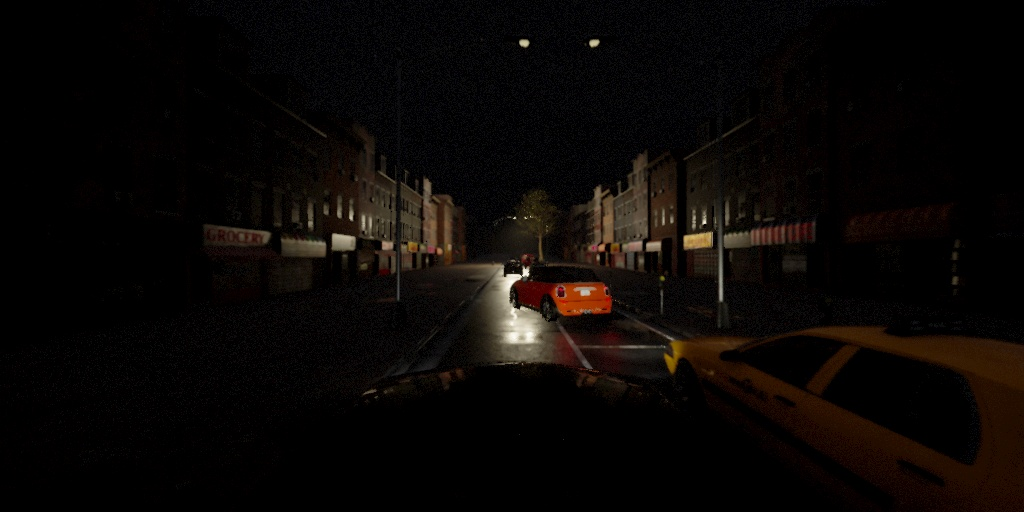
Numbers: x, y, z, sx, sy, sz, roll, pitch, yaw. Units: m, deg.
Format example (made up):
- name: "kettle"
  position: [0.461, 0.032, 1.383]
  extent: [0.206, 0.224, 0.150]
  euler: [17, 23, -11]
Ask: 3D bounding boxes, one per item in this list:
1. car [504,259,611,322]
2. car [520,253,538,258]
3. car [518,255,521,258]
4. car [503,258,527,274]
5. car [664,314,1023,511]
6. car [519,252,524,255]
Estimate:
- name: "car"
  position: [1.499, 1.127, 12.750]
  extent: [2.097, 1.767, 4.553]
  euler: [0, 0, -19]
- name: "car"
  position: [2.683, 0.877, 49.547]
  extent: [2.192, 1.841, 5.009]
  euler: [0, 0, 0]
- name: "car"
  position: [0.143, 1.021, 52.849]
  extent: [1.837, 1.490, 4.892]
  euler: [0, 1, 0]
- name: "car"
  position: [0.123, 1.199, 35.083]
  extent: [2.128, 1.511, 4.902]
  euler: [0, 0, 0]
- name: "car"
  position: [3.025, 1.212, 2.881]
  extent: [1.801, 1.575, 5.366]
  euler: [0, 0, 0]
- name: "car"
  position: [2.694, 0.709, 60.669]
  extent: [2.192, 1.841, 5.009]
  euler: [0, 0, 0]
